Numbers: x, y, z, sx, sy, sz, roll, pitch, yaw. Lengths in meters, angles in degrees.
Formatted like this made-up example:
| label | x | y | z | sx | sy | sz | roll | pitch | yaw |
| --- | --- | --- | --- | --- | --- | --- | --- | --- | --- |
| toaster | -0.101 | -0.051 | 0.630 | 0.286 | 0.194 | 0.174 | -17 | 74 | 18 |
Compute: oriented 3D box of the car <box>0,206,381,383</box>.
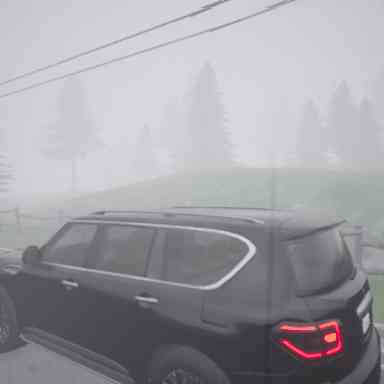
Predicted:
| label | x | y | z | sx | sy | sz | roll | pitch | yaw |
| --- | --- | --- | --- | --- | --- | --- | --- | --- | --- |
| car | -0.664 | 1.218 | 4.468 | 5.566 | 2.045 | 2.150 | 0 | 0 | 36 |
